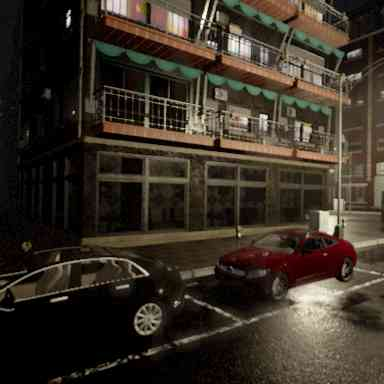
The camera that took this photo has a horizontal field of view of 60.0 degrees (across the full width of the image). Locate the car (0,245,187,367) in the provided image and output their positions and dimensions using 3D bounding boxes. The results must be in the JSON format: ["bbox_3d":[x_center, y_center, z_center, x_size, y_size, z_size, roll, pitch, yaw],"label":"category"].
[{"bbox_3d":[-2.145,1.554,4.974,4.403,1.369,2.008,0,1,-36],"label":"car"}]

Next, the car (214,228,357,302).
[{"bbox_3d":[2.475,1.603,8.287,4.206,1.307,1.802,0,1,-36],"label":"car"}]
